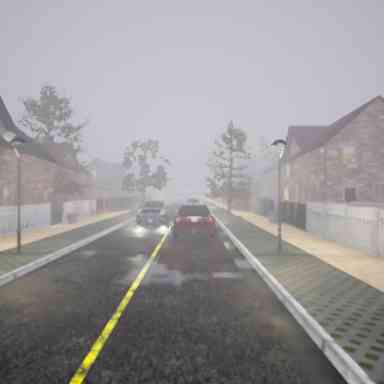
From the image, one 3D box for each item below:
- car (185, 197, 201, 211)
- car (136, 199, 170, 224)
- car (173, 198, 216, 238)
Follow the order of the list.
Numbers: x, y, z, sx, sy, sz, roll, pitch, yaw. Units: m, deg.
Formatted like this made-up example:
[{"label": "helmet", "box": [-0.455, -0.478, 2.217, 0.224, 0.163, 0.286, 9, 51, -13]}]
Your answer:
[{"label": "car", "box": [0.124, 1.495, 42.185, 1.882, 1.535, 5.008, 0, 0, 0]}, {"label": "car", "box": [-2.758, 1.355, 24.426, 2.097, 1.767, 4.553, 0, 0, 0]}, {"label": "car", "box": [0.111, 1.354, 17.939, 2.097, 1.767, 4.553, 0, 0, 0]}]
